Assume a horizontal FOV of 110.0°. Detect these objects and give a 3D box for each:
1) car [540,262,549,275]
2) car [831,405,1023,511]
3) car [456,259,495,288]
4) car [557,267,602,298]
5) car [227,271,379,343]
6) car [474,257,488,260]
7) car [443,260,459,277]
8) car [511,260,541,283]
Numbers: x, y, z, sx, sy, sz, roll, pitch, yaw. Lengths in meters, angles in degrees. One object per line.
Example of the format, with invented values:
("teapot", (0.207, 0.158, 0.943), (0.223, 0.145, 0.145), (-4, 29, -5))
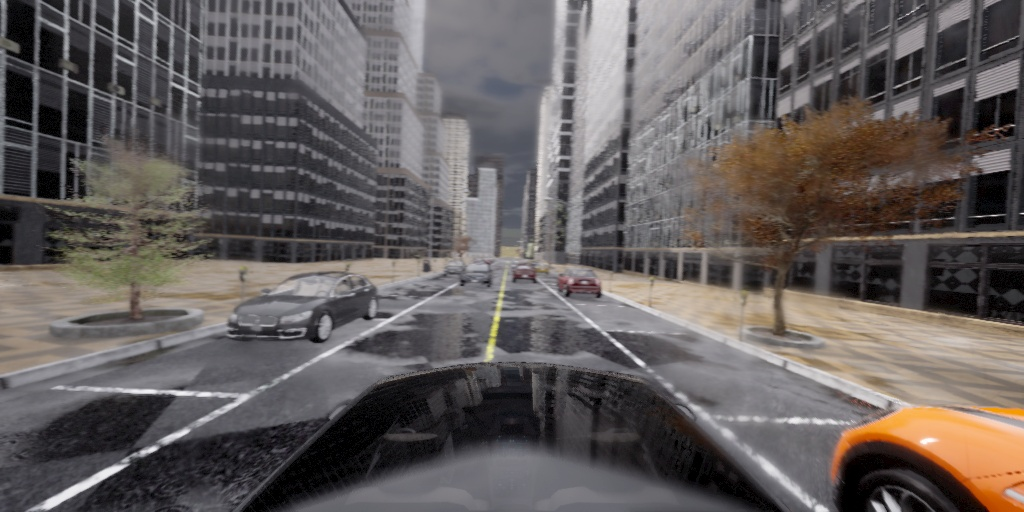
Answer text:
("car", (3.417, 1.427, 42.660), (1.751, 1.417, 4.829), (0, 0, 0))
("car", (3.526, 1.275, 0.832), (2.097, 1.767, 4.553), (3, 0, -1))
("car", (-2.152, 1.158, 22.764), (1.812, 1.442, 4.674), (3, 0, 0))
("car", (3.616, 1.357, 19.990), (1.967, 1.591, 4.097), (0, 0, 0))
("car", (-4.656, 1.068, 8.667), (2.007, 1.370, 4.403), (0, 0, 0))
("car", (-5.052, 0.927, 53.664), (1.967, 1.591, 4.097), (0, 0, 0))
("car", (-4.853, 1.049, 31.165), (2.007, 1.370, 4.403), (0, 0, 0))
("car", (0.965, 1.308, 28.737), (1.812, 1.442, 4.674), (3, 0, 0))
